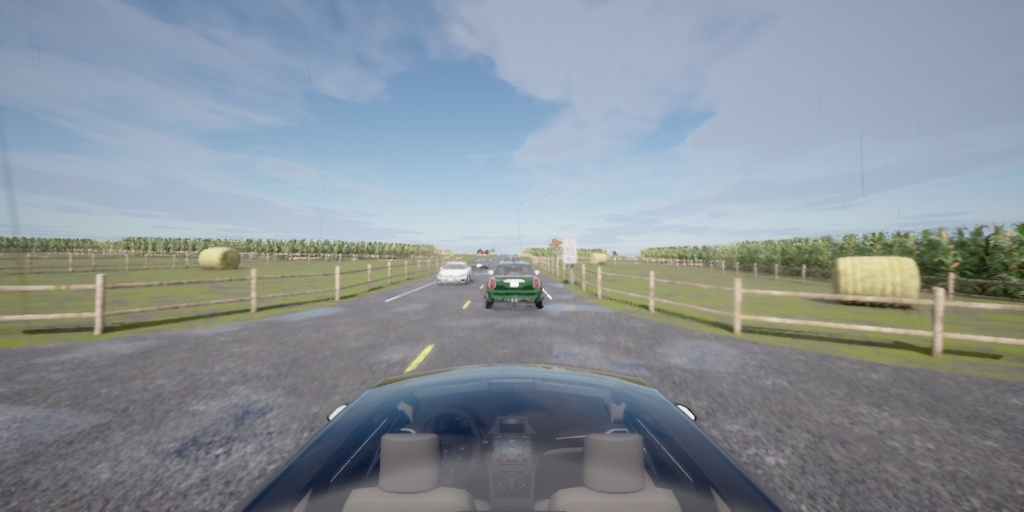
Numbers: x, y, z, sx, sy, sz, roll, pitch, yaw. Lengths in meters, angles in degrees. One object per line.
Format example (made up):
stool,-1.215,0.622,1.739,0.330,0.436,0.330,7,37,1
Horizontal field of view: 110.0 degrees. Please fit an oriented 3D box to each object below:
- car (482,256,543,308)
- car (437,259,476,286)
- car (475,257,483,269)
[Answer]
car,0.077,1.000,14.725,2.097,1.767,4.553,0,0,0
car,-3.645,1.103,23.553,1.812,1.442,4.674,0,0,0
car,-3.716,0.903,43.080,2.128,1.511,4.902,0,0,0
